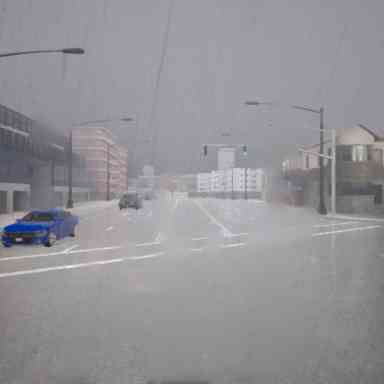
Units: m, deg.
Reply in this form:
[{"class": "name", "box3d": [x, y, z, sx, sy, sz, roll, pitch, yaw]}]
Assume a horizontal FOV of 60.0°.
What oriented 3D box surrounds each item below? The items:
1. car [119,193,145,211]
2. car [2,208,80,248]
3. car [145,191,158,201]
[{"class": "car", "box3d": [-7.357, 1.173, 40.204, 2.150, 2.045, 5.566, 0, 1, -1]}, {"class": "car", "box3d": [-6.718, 1.543, 15.289, 1.882, 1.535, 5.008, 0, 0, -1]}, {"class": "car", "box3d": [-8.019, 0.770, 65.959, 2.150, 2.045, 5.566, 0, 0, -1]}]
